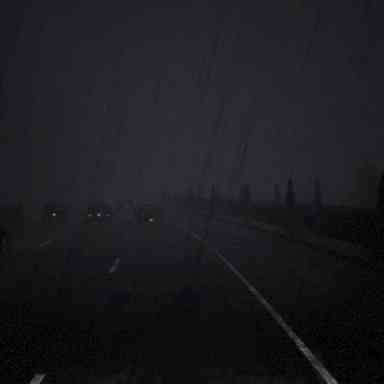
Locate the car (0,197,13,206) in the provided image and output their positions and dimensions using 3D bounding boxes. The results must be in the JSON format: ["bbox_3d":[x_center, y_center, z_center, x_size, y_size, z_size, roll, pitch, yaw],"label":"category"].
[{"bbox_3d":[-31.347,1.615,55.494,2.128,1.511,4.902,0,0,-17],"label":"car"}]

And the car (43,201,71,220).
[{"bbox_3d":[-11.646,1.554,28.784,1.837,1.490,4.892,0,0,-16],"label":"car"}]

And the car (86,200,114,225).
[{"bbox_3d":[-6.761,1.580,24.364,2.033,1.411,5.357,0,0,-14],"label":"car"}]

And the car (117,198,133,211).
[{"bbox_3d":[-8.239,1.552,41.349,1.837,1.490,4.892,0,0,-18],"label":"car"}]

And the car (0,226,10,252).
[{"bbox_3d":[-7.785,1.506,10.863,1.882,1.535,5.008,0,0,-6],"label":"car"}]

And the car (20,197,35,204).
[{"bbox_3d":[-28.193,1.637,57.137,1.812,1.442,4.674,0,0,-17],"label":"car"}]

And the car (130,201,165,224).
[{"bbox_3d":[-3.311,1.623,24.885,1.895,1.301,4.718,0,0,-14],"label":"car"}]
